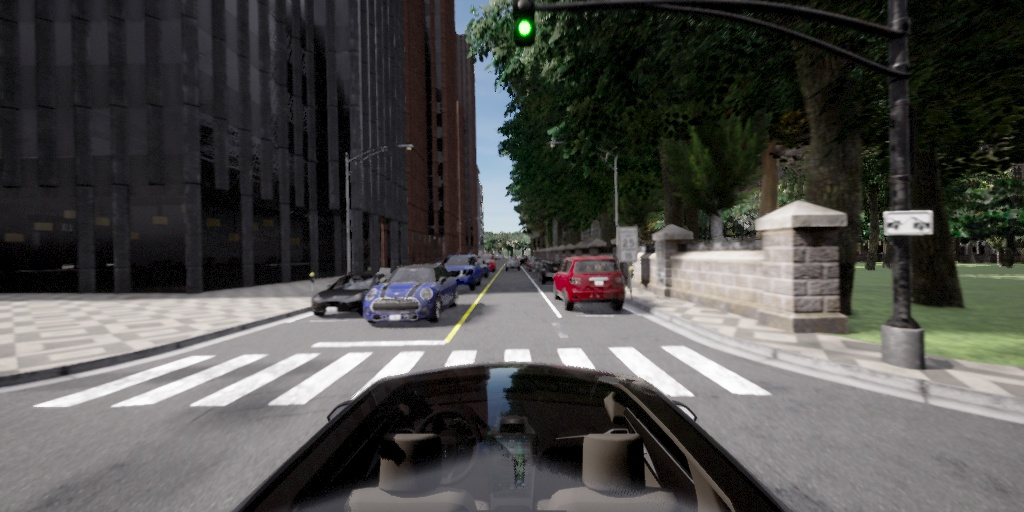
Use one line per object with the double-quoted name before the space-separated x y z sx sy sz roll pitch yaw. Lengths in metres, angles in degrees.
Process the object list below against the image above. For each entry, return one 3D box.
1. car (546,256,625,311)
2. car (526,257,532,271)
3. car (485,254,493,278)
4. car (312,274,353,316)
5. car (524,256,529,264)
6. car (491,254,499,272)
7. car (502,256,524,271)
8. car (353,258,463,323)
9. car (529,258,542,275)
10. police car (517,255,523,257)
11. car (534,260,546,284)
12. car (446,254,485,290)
"car" 2.763 0.928 13.669 2.192 1.841 5.009 0 0 0
"car" 2.773 1.073 35.494 2.007 1.370 4.403 0 0 0
"car" -3.098 0.999 32.027 2.097 1.767 4.553 -1 0 0
"car" -5.761 1.339 13.664 1.948 1.339 4.313 0 0 0
"car" 2.775 0.940 40.950 1.967 1.591 4.097 0 0 0
"car" -3.059 0.824 42.533 2.150 2.045 5.566 -1 0 0
"car" 0.095 1.082 44.937 2.033 1.411 5.357 -1 0 0
"car" -3.180 1.083 12.085 2.097 1.767 4.553 -1 0 1
"car" 2.770 1.096 30.037 2.007 1.370 4.403 0 0 0
"police car" 2.374 0.839 64.431 1.930 1.638 5.238 -1 0 0
"car" 2.768 1.133 24.581 1.948 1.339 4.313 0 0 0
"car" -3.111 0.910 21.844 2.150 2.045 5.566 -1 0 0
